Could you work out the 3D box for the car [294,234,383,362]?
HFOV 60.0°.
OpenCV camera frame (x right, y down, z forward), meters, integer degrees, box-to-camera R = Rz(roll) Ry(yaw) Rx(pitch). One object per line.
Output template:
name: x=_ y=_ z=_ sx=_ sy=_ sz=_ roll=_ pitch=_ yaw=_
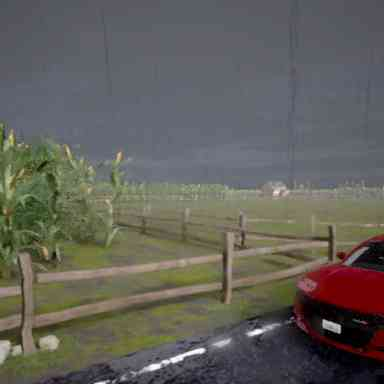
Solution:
car: x=3.869 y=1.507 z=5.828 sx=5.008 sy=1.535 sz=1.882 roll=0 pitch=0 yaw=-35
